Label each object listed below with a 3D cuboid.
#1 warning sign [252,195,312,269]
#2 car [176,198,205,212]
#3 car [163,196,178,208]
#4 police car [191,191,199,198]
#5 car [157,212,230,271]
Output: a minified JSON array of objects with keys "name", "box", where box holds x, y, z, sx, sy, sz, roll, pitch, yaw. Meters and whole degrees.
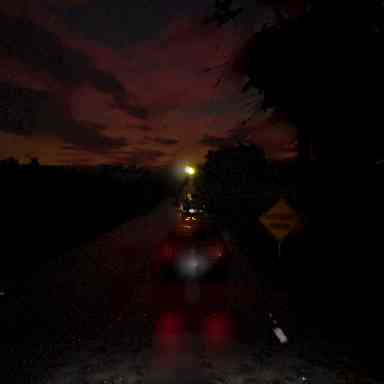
[{"name":"warning sign","box":[2.487,1.074,9.382,1.300,1.860,1.060,3,3,0]},{"name":"car","box":[0.059,1.450,27.232,2.033,1.411,5.357,0,0,0]},{"name":"car","box":[-2.860,1.356,45.982,1.812,1.442,4.674,0,0,0]},{"name":"police car","box":[0.782,0.917,89.598,1.930,1.638,5.238,0,1,0]},{"name":"car","box":[0.060,1.554,10.683,1.895,1.301,4.718,0,0,1]}]
